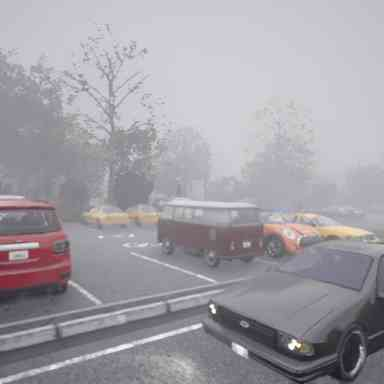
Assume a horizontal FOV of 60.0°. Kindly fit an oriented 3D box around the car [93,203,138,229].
[{"bbox_3d":[-5.911,1.553,22.358,1.946,1.575,5.366,1,-1,-36],"label":"car"}]

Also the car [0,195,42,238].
[{"bbox_3d":[-10.422,1.221,18.846,2.435,2.045,5.566,1,0,-36],"label":"car"}]

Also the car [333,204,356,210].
[{"bbox_3d":[15.507,2.345,37.515,2.002,1.452,4.674,3,-2,-36],"label":"car"}]

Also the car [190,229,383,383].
[{"bbox_3d":[2.761,1.594,5.653,5.357,1.411,2.033,1,0,-35],"label":"car"}]

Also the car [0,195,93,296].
[{"bbox_3d":[-4.598,1.204,7.983,2.435,2.045,5.566,1,-1,-36],"label":"car"}]

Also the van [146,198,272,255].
[{"bbox_3d":[0.371,1.312,11.678,1.878,1.987,4.442,1,-1,-36],"label":"van"}]

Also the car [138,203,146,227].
[{"bbox_3d":[-3.751,1.601,23.912,1.946,1.575,5.366,1,-1,-36],"label":"car"}]

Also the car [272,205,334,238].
[{"bbox_3d":[2.883,1.462,13.382,2.185,1.767,4.553,1,-1,-36],"label":"car"}]

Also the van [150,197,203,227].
[{"bbox_3d":[-1.304,1.436,25.302,1.878,1.987,4.442,1,-1,-36],"label":"van"}]

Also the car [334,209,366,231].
[{"bbox_3d":[5.375,1.645,14.910,1.946,1.575,5.366,1,-1,-36],"label":"car"}]
